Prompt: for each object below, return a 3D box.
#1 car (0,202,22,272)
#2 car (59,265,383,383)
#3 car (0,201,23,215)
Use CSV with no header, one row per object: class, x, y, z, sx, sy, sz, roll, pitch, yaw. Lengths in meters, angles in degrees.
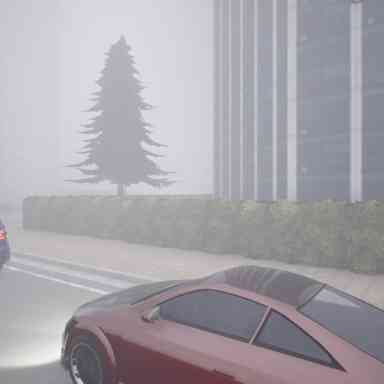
car,-7.179,1.221,9.072,5.566,2.045,2.150,0,0,35
car,0.434,1.564,3.683,4.181,1.385,1.994,0,0,35
car,-20.035,1.656,33.758,1.895,1.301,4.718,0,0,35
